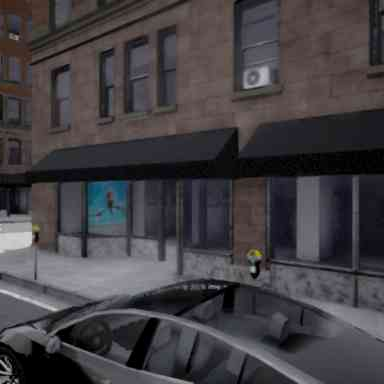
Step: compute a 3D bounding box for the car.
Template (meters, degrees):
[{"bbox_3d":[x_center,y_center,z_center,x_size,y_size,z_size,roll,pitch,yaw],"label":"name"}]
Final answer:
[{"bbox_3d":[-0.179,1.566,3.207,4.313,1.339,1.947,0,0,36],"label":"car"}]
